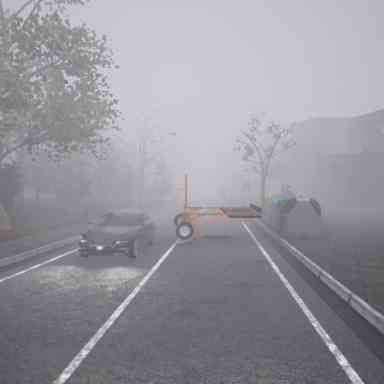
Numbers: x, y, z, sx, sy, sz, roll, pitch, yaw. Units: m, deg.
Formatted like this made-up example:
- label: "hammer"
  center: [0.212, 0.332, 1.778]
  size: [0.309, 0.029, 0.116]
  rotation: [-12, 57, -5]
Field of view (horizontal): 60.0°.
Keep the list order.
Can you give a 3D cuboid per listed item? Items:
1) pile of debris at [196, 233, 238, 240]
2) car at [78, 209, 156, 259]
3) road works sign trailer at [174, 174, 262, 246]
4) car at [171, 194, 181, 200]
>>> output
- label: "pile of debris"
  center: [1.165, 2.108, 15.807]
  size: [1.860, 0.140, 1.500]
  rotation: [0, 0, 3]
- label: "car"
  center: [-2.591, 1.442, 12.477]
  size: [1.837, 1.490, 4.892]
  rotation: [0, 0, 5]
- label: "road works sign trailer"
  center: [1.033, 0.662, 14.511]
  size: [3.560, 2.880, 2.380]
  rotation: [0, 5, -5]
- label: "car"
  center: [-4.087, 1.212, 82.955]
  size: [1.882, 1.535, 5.008]
  rotation: [-2, 0, -13]
